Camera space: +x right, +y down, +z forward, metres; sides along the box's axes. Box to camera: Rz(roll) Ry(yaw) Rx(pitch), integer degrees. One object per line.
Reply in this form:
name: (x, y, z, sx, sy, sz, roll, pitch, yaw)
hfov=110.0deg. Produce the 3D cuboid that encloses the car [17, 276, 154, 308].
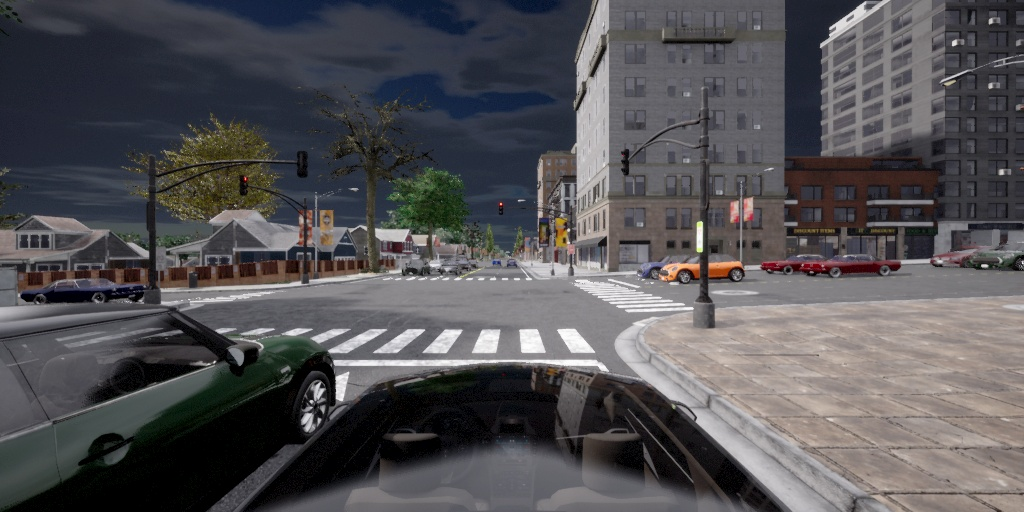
car: (-21.636, 1.806, 18.338, 4.718, 1.301, 1.895, -2, 0, 0)

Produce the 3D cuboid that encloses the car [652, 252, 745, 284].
car: (11.353, 0.680, 21.695, 4.553, 1.767, 2.097, -2, 0, 0)

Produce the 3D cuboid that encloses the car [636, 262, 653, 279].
car: (11.099, 0.679, 25.015, 4.553, 1.767, 2.097, -2, 0, 2)

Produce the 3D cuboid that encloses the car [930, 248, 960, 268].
car: (32.183, 0.056, 25.017, 4.674, 1.442, 1.812, -2, 0, 0)

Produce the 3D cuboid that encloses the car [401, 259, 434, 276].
car: (-9.889, 1.119, 37.272, 2.097, 1.767, 4.553, 0, 0, 0)

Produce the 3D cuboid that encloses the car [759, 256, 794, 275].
car: (20.096, 0.583, 24.979, 4.718, 1.301, 1.895, -2, 0, 0)

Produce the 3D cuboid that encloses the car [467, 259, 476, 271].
car: (-6.656, 1.335, 49.243, 2.033, 1.411, 5.357, 0, 0, 0)

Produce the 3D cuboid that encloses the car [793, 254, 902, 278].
car: (20.337, 0.584, 21.730, 4.718, 1.301, 1.895, -2, 0, 0)

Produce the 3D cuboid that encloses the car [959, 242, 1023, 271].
car: (30.911, -0.061, 21.766, 4.553, 1.767, 2.097, -2, 0, 0)

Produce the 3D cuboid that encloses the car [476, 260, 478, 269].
car: (-6.658, 1.321, 59.589, 1.837, 1.490, 4.892, 0, 0, 0)

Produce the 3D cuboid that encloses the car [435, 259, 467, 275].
car: (-6.639, 1.262, 39.410, 2.128, 1.511, 4.902, 0, 0, 0)

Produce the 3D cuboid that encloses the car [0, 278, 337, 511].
car: (-3.152, 1.102, 2.461, 2.097, 1.767, 4.553, 0, 0, 0)
